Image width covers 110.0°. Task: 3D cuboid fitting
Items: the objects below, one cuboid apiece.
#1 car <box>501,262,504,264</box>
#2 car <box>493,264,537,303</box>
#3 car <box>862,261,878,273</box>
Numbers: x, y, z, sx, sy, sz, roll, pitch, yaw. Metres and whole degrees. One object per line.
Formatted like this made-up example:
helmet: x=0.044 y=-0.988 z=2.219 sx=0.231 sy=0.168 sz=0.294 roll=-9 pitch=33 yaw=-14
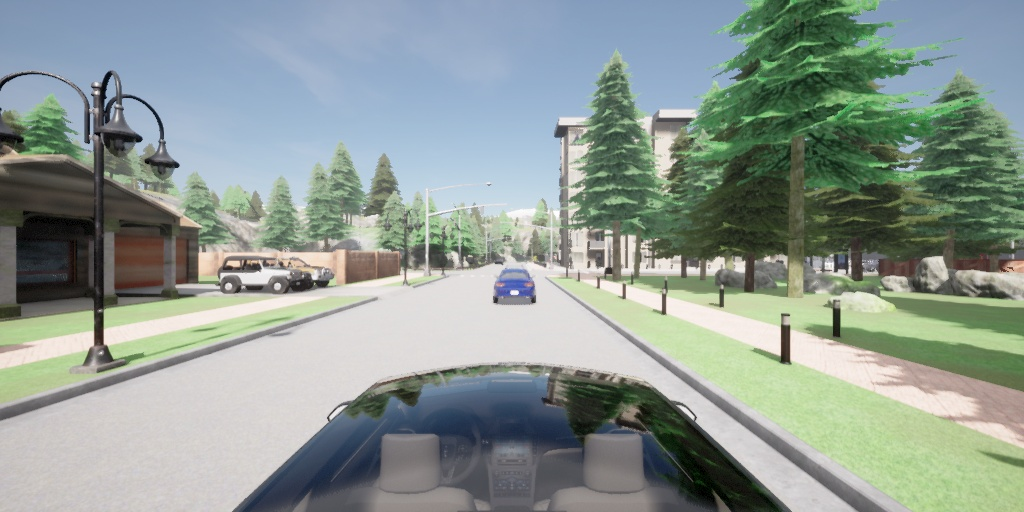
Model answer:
car: x=0.254 y=1.365 z=31.442 sx=1.895 sy=1.301 sz=4.718 roll=0 pitch=0 yaw=0
car: x=0.125 y=1.282 z=16.412 sx=1.812 sy=1.442 sz=4.674 roll=0 pitch=0 yaw=0
car: x=44.809 y=1.366 z=43.644 sx=5.357 sy=1.411 sz=2.033 roll=0 pitch=0 yaw=2
